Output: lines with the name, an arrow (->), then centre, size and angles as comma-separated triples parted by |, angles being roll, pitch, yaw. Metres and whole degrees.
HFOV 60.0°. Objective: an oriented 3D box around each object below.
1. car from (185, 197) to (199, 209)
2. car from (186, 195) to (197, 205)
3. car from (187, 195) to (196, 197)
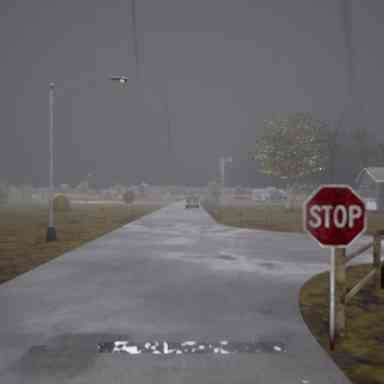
car -> 0.046, 1.868, 50.673 | 1.994, 1.385, 4.181 | 0, -1, 0
car -> -0.075, 1.716, 71.086 | 2.150, 2.045, 5.566 | 0, -1, 0
car -> -0.060, 1.637, 60.724 | 2.150, 2.045, 5.566 | 0, -1, 0
